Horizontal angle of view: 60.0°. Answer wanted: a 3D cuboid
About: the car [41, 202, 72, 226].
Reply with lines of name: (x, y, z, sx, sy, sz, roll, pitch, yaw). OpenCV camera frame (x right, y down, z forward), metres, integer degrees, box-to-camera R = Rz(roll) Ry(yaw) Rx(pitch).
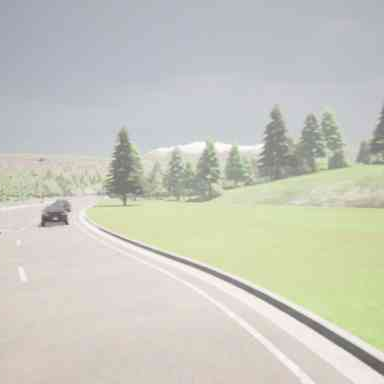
car: (-10.641, 1.767, 25.874, 1.812, 1.442, 4.674, -1, 0, -23)

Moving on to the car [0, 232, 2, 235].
car: (-6.667, 1.640, 9.467, 2.128, 1.511, 4.902, -1, 0, -28)

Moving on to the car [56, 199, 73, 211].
car: (-16.326, 1.723, 42.028, 2.097, 1.767, 4.553, -1, 0, -16)
